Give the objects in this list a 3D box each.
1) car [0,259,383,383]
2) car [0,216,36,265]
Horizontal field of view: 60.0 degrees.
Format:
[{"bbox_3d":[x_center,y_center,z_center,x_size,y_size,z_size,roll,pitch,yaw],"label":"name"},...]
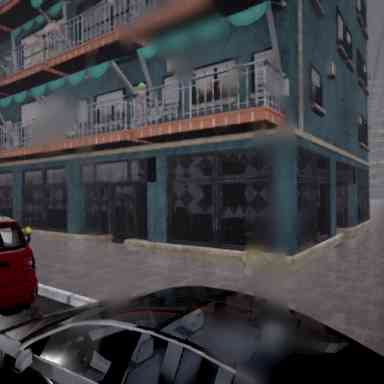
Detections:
[{"bbox_3d":[-0.296,1.565,2.942,4.313,1.339,1.947,0,-1,35],"label":"car"},{"bbox_3d":[-4.907,1.313,6.226,5.009,1.841,2.192,0,-1,35],"label":"car"}]
